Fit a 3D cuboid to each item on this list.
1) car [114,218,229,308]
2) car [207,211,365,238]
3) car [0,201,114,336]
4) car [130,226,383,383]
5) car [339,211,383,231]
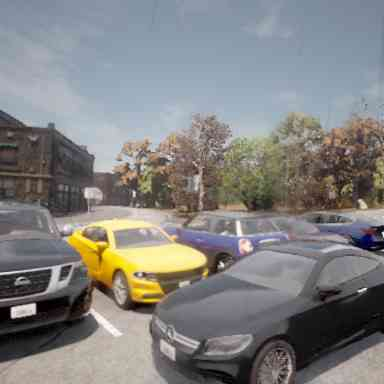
[{"bbox_3d":[-1.585,1.484,8.321,2.097,1.535,5.008,0,0,-35],"label":"car"},{"bbox_3d":[2.966,1.489,11.525,2.163,1.488,4.792,0,0,-35],"label":"car"},{"bbox_3d":[-3.840,1.231,6.672,2.435,2.045,5.566,0,0,-35],"label":"car"},{"bbox_3d":[1.621,1.527,5.126,4.674,1.442,1.812,0,0,-35],"label":"car"},{"bbox_3d":[5.198,1.473,13.189,2.163,1.488,4.792,0,0,-35],"label":"car"}]
